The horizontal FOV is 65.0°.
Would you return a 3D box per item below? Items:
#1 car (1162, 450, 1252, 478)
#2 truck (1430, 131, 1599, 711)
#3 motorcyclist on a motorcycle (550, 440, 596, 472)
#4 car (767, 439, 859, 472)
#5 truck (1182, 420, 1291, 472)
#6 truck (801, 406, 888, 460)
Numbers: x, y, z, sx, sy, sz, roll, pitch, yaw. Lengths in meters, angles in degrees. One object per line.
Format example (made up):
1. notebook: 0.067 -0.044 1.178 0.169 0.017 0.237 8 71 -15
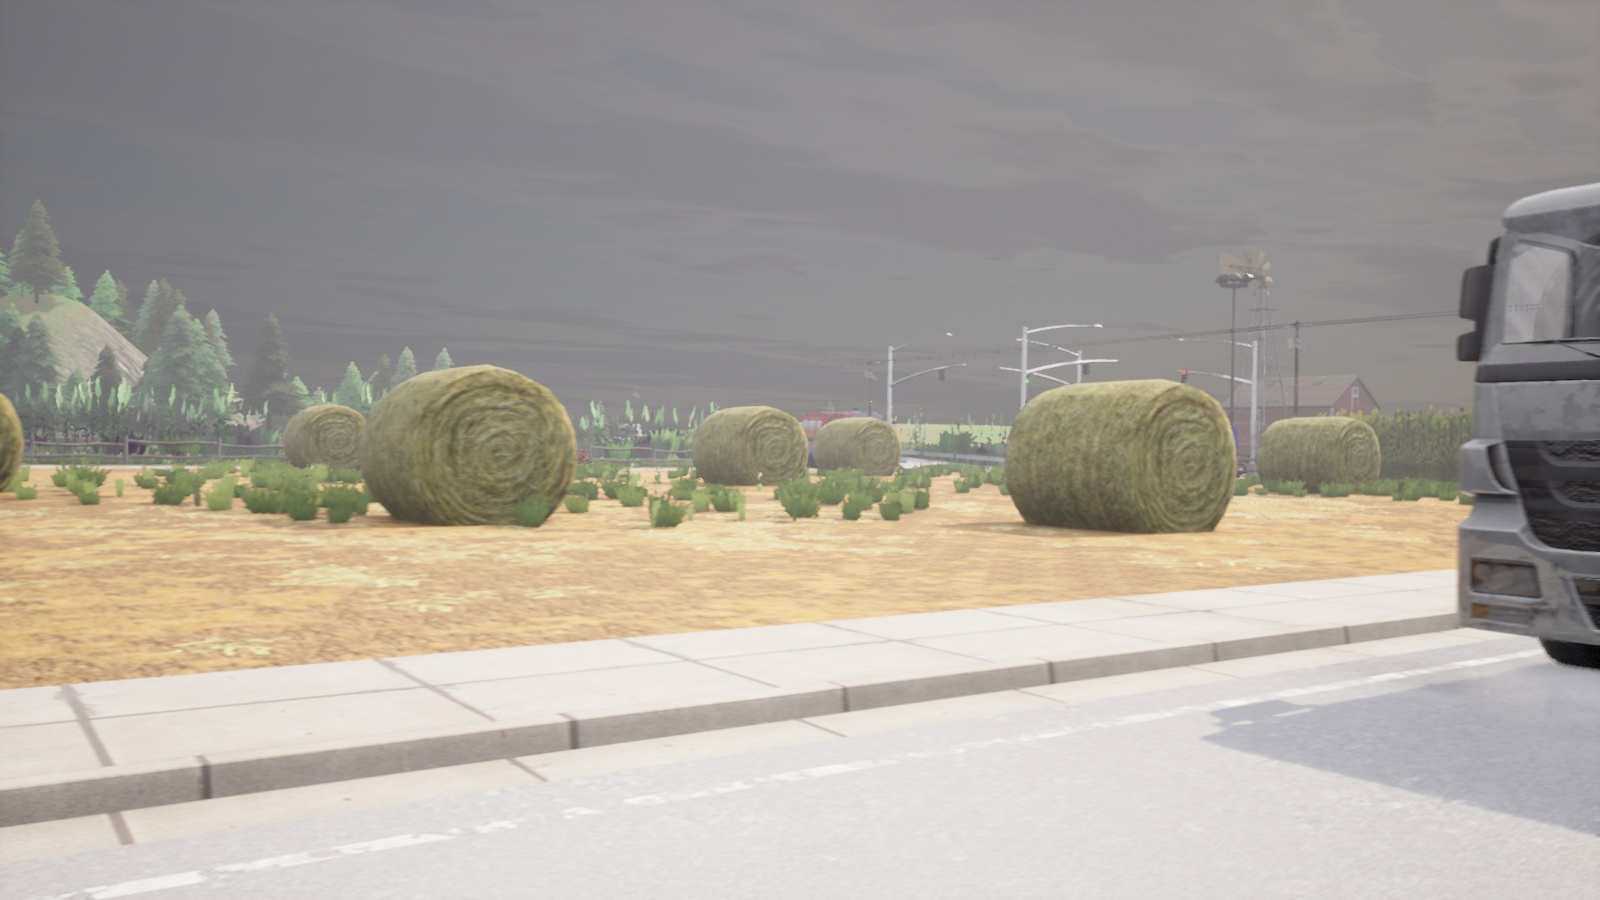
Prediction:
1. car: 22.731 0.748 70.339 1.812 1.442 4.674 0 0 -33
2. truck: 8.276 -0.144 9.403 7.936 3.462 2.891 0 0 -35
3. motorcyclist on a motorcycle: -11.140 0.304 61.565 2.044 1.523 0.797 1 0 -31
4. car: 0.722 0.287 68.713 4.553 1.767 2.097 1 0 -31
5. truck: 30.205 -0.255 86.742 7.936 3.462 2.891 0 0 -34
6. truck: 3.327 -1.377 96.776 2.891 3.827 8.468 1 2 -27
